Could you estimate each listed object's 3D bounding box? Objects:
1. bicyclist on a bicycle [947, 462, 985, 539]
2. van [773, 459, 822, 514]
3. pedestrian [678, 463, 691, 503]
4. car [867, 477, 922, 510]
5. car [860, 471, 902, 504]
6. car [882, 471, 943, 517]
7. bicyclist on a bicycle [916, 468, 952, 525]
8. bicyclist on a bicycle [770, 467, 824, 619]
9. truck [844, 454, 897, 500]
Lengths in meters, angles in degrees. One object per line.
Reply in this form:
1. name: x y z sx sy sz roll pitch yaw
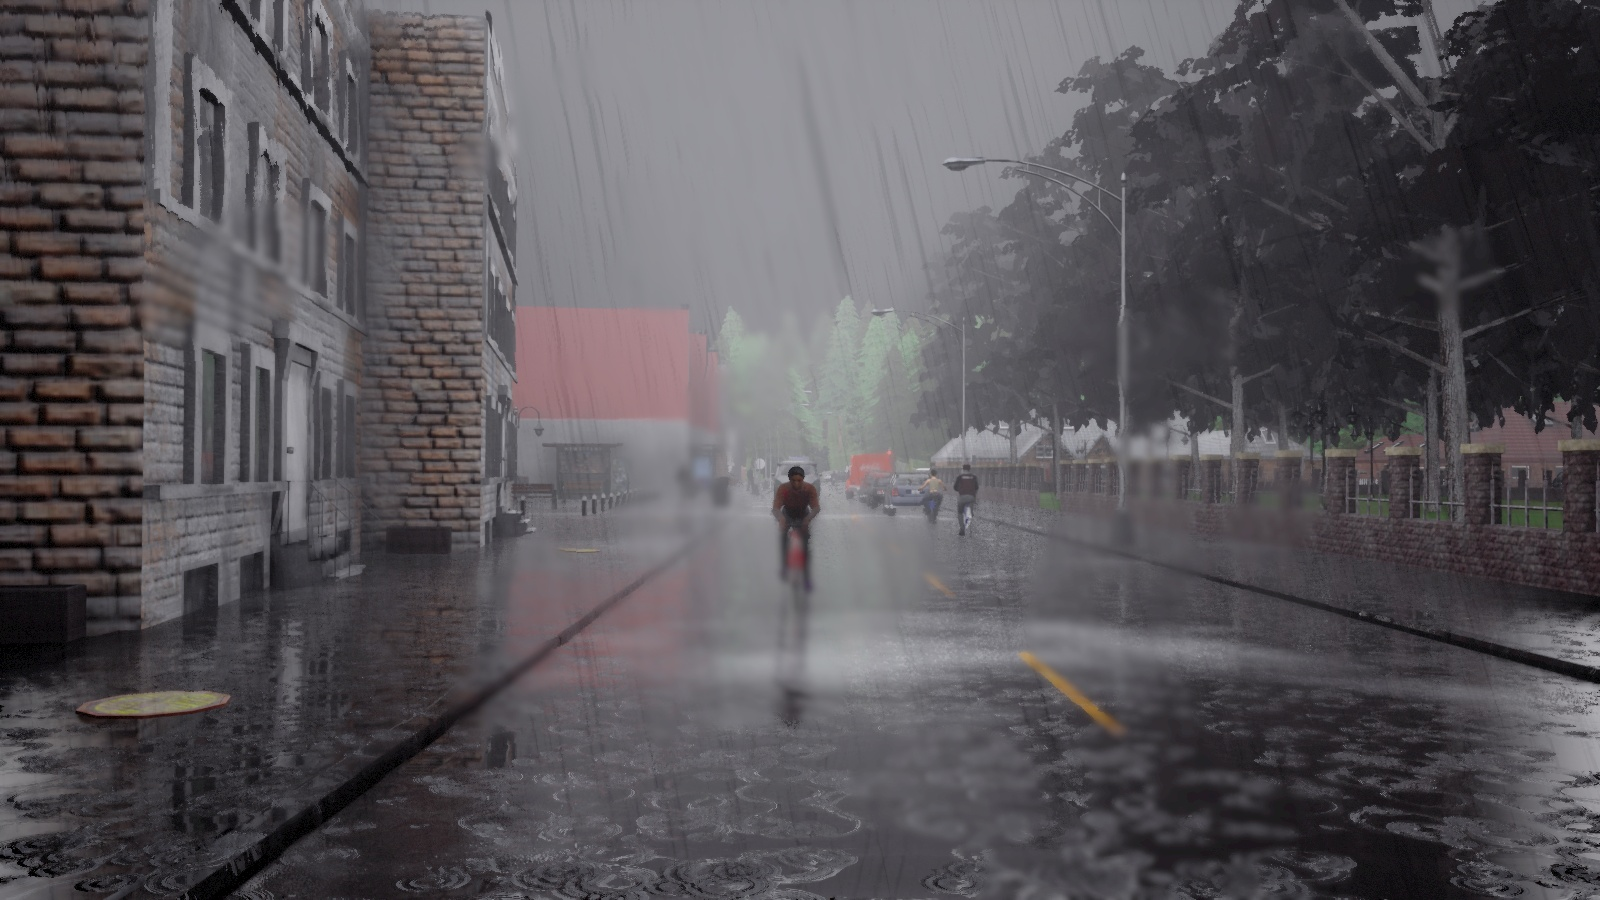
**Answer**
1. bicyclist on a bicycle: 3.929 1.169 29.821 0.659 1.776 1.843 0 -1 0
2. van: -0.102 1.372 47.998 1.775 1.987 4.442 0 -1 0
3. pedestrian: -5.276 1.502 57.384 0.431 1.840 0.703 0 -1 8
4. car: 3.895 1.779 52.486 1.895 1.301 4.718 0 -1 0
5. car: 3.887 1.799 60.942 1.789 1.549 3.705 0 -1 0
6. car: 3.902 1.515 44.035 1.789 1.549 3.705 0 -1 0
7. bicyclist on a bicycle: 3.908 1.351 36.761 0.866 1.612 1.509 0 -1 0
8. bicyclist on a bicycle: -0.034 1.007 14.288 0.582 1.620 1.656 0 -1 0
9. truck: 3.876 1.480 69.708 2.627 2.467 5.204 0 -1 0
